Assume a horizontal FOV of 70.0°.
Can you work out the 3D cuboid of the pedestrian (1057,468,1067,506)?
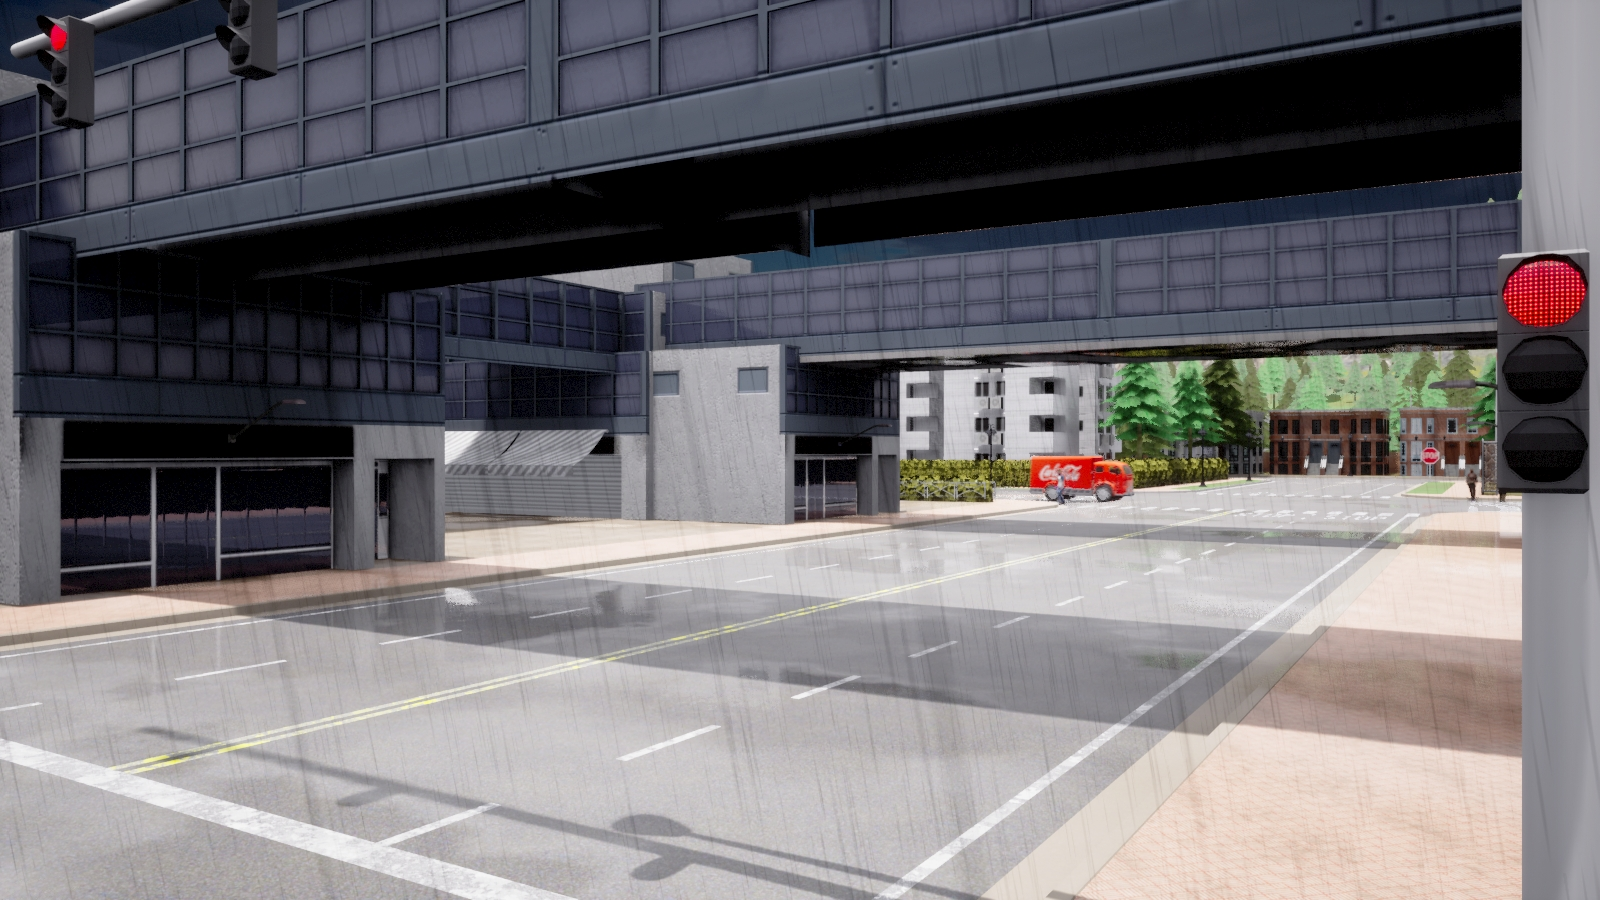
[{"bbox_3d":[13.132,1.848,57.274,0.375,1.860,0.375,0,0,-13],"label":"pedestrian"}]

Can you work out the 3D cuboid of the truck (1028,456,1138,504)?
[{"bbox_3d":[15.269,1.567,61.693,5.204,2.467,2.627,0,0,31],"label":"truck"}]

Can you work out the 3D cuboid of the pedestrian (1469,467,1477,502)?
[{"bbox_3d":[36.254,1.849,61.571,0.375,1.860,0.375,0,0,31],"label":"pedestrian"}]
